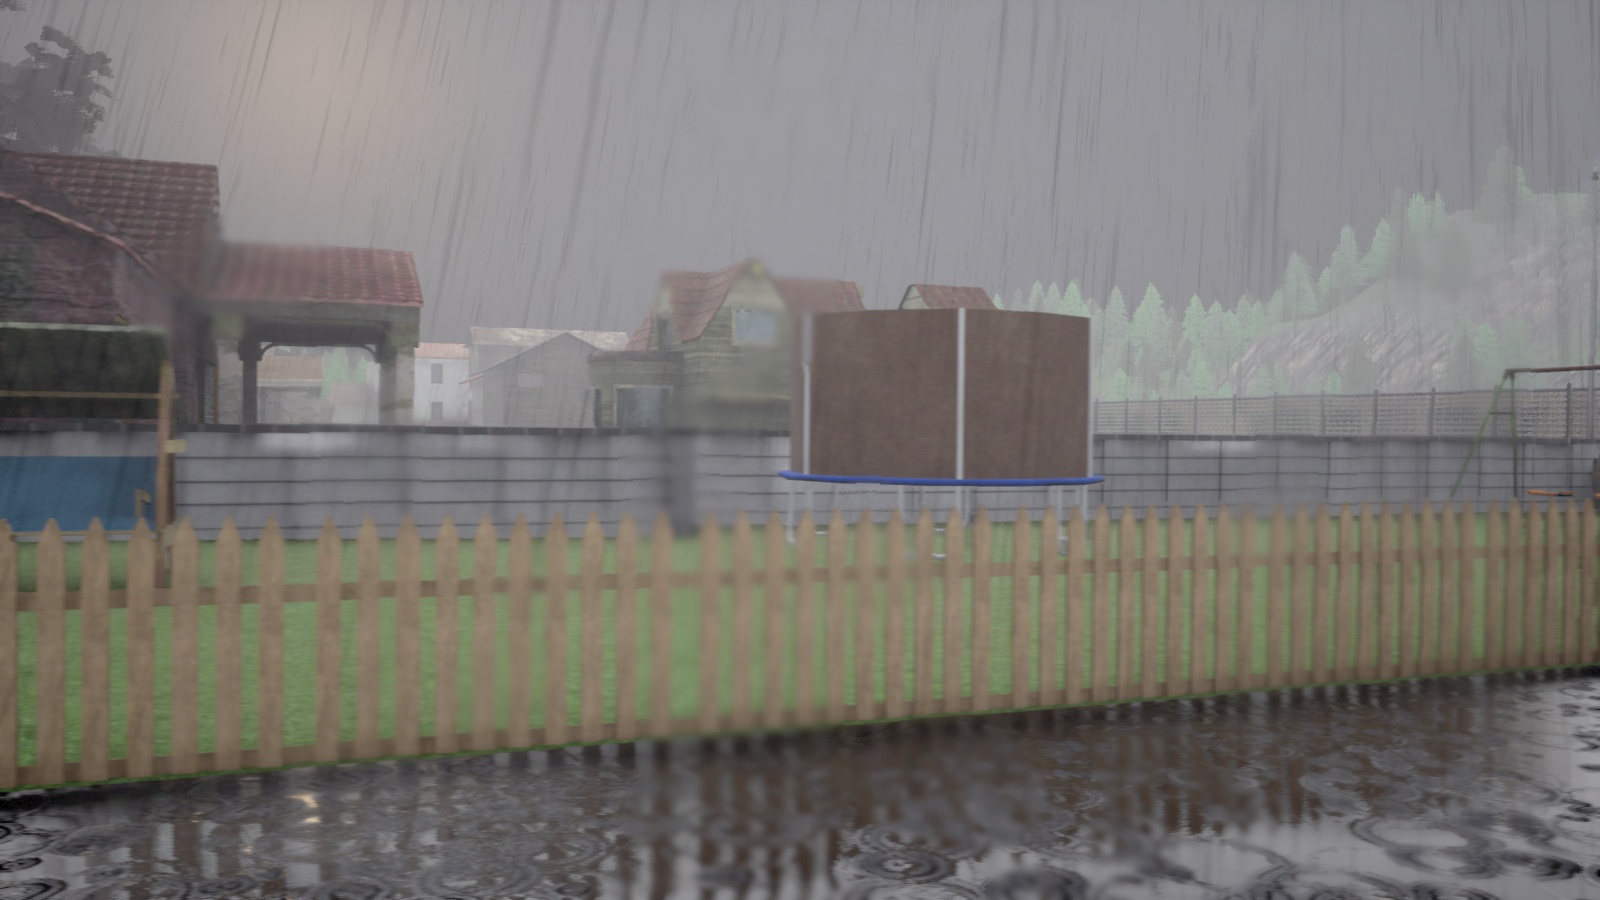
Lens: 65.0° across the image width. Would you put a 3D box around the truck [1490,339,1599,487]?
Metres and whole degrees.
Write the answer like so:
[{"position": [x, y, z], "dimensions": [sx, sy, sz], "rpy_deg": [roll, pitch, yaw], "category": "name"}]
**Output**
[{"position": [20.479, -0.878, 29.061], "dimensions": [2.891, 3.462, 7.936], "rpy_deg": [-1, 1, -21], "category": "truck"}]
